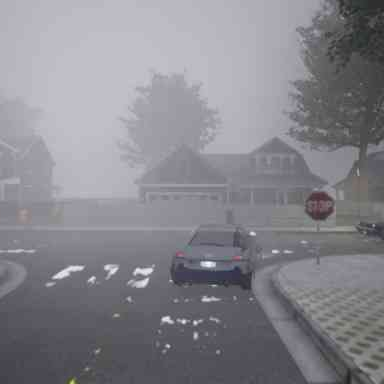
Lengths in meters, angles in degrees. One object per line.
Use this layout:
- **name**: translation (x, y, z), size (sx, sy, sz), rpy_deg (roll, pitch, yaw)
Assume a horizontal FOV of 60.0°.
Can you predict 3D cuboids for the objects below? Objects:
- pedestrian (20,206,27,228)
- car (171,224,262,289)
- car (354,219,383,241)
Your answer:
- **pedestrian**: translation (-9.778, 1.413, 19.291), size (0.375, 1.300, 0.375), rpy_deg (0, 0, -1)
- **car**: translation (0.830, 1.602, 9.417), size (1.994, 1.385, 4.181), rpy_deg (0, 0, 13)
- **car**: translation (10.790, 1.698, 16.599), size (4.718, 1.301, 1.895), rpy_deg (0, 0, -1)
